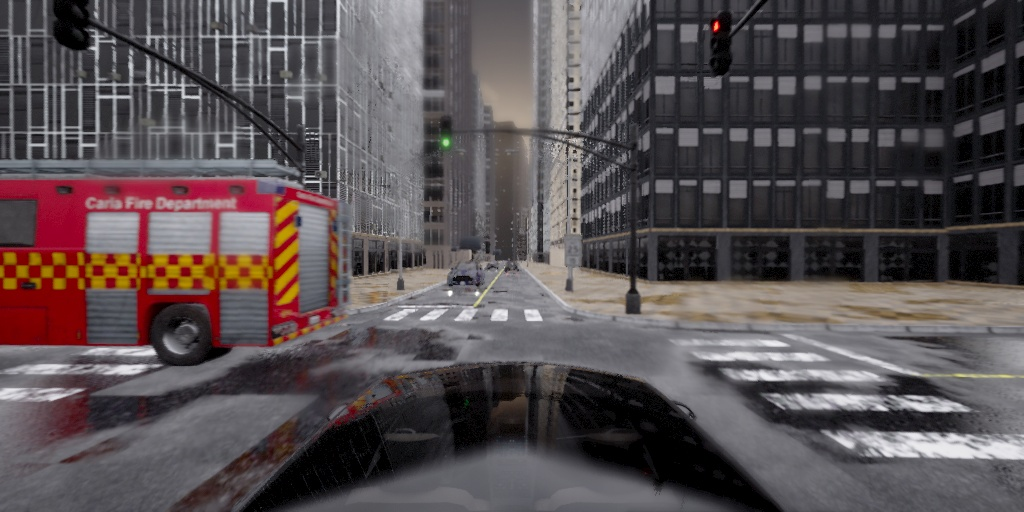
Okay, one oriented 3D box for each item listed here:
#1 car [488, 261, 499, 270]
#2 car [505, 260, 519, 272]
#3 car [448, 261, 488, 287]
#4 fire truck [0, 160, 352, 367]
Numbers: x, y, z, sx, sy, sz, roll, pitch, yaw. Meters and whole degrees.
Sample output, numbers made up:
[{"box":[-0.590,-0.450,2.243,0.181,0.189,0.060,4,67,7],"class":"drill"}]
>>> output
[{"box":[-2.983,1.509,57.093,2.033,1.411,5.357,0,0,-1],"class":"car"},{"box":[0.005,1.462,49.873,1.812,1.442,4.674,0,0,0],"class":"car"},{"box":[-3.091,1.164,24.796,2.097,1.767,4.553,0,0,0],"class":"car"},{"box":[-8.266,0.066,7.717,8.468,3.827,2.891,0,0,1],"class":"fire truck"}]
